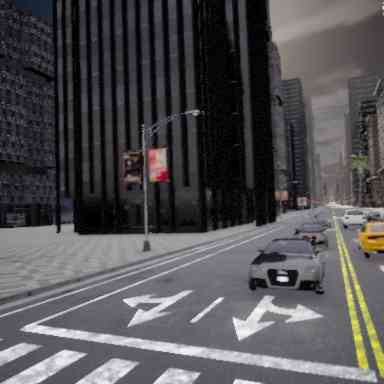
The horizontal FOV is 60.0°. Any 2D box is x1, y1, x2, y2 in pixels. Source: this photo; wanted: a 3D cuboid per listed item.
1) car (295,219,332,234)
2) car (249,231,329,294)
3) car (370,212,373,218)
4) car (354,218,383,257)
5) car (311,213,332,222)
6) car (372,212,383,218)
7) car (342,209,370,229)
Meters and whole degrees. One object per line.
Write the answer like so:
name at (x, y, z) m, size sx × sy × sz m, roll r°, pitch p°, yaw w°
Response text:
car at (7.483, 2.658, 20.825) m, size 1.994 × 1.385 × 4.181 m, roll -3°, pitch -4°, yaw 23°
car at (3.128, 2.169, 10.519) m, size 1.994 × 1.385 × 4.181 m, roll -3°, pitch -4°, yaw 23°
car at (25.101, 3.500, 45.621) m, size 1.837 × 1.490 × 4.892 m, roll -3°, pitch -3°, yaw 23°
car at (9.317, 2.233, 16.324) m, size 1.882 × 1.535 × 5.008 m, roll -3°, pitch -4°, yaw 23°
car at (15.171, 3.285, 38.905) m, size 2.097 × 1.767 × 4.553 m, roll -3°, pitch -4°, yaw 23°
car at (20.891, 3.041, 35.527) m, size 1.837 × 1.490 × 4.892 m, roll -3°, pitch -4°, yaw 23°
car at (18.010, 2.943, 36.961) m, size 2.150 × 2.045 × 5.566 m, roll -3°, pitch -3°, yaw 23°
